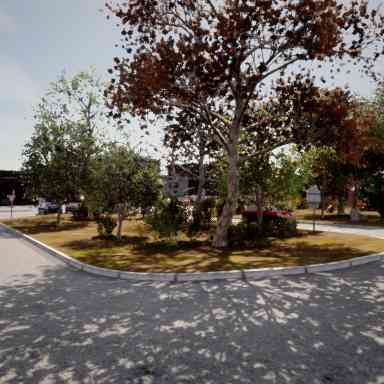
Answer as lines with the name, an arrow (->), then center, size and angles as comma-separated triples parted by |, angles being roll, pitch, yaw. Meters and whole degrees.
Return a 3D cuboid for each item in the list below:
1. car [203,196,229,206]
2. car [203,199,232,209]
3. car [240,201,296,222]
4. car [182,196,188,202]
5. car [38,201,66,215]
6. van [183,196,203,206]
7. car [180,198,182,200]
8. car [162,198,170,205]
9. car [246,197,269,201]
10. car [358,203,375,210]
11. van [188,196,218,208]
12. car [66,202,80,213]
car -> 5.182, 1.889, 72.370 | 2.435, 2.045, 5.566 | 1, -1, -36
car -> 4.312, 2.001, 56.437 | 1.946, 1.575, 5.366 | 1, 0, -36
car -> 6.238, 1.834, 27.202 | 2.097, 1.767, 4.553 | 3, -3, -35
car -> -2.309, 1.884, 66.977 | 2.185, 1.767, 4.553 | 1, 0, -36
car -> -17.519, 1.931, 40.961 | 2.185, 1.767, 4.553 | -1, 0, -35
van -> 0.208, 1.820, 68.680 | 1.878, 1.987, 4.442 | 1, -1, -36
car -> -4.805, 1.983, 65.449 | 1.946, 1.575, 5.366 | 1, 0, -36
car -> -3.102, 2.194, 47.189 | 2.033, 1.411, 5.357 | 2, 6, -27
car -> 10.994, 1.861, 61.501 | 2.435, 2.045, 5.566 | 1, -1, -36
car -> 33.779, 2.526, 64.333 | 2.097, 1.767, 4.553 | 2, -1, -14
van -> 1.868, 1.756, 55.053 | 1.878, 1.987, 4.442 | 1, 0, -36
car -> -14.970, 2.069, 42.849 | 2.002, 1.452, 4.674 | -1, 0, -36
